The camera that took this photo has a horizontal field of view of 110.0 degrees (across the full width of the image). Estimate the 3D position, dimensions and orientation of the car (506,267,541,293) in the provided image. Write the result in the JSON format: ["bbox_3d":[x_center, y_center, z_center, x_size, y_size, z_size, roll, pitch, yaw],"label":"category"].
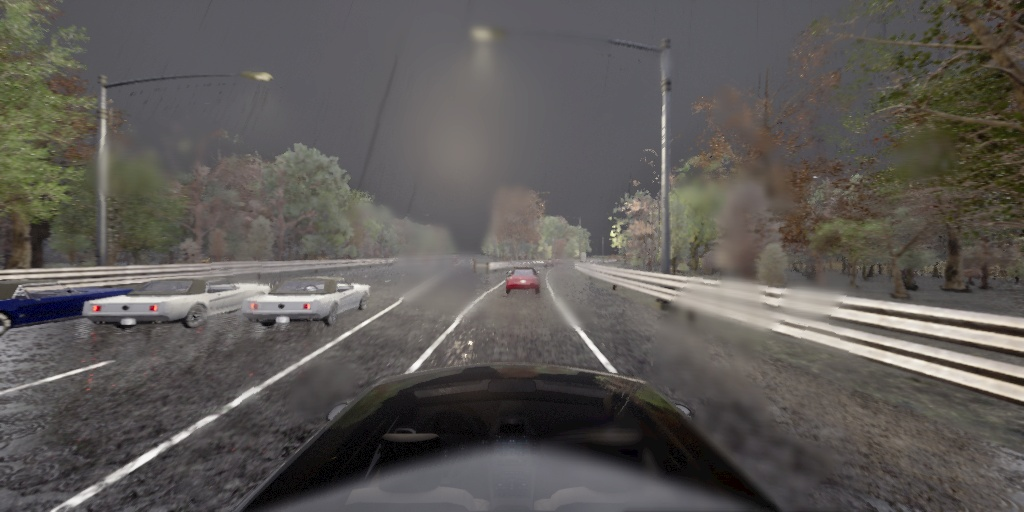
[{"bbox_3d":[0.716,1.355,21.155,1.994,1.385,4.181,0,-1,3],"label":"car"}]

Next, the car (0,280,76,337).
[{"bbox_3d":[-12.878,1.276,9.447,1.895,1.301,4.718,0,0,-6],"label":"car"}]

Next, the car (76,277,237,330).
[{"bbox_3d":[-9.508,1.294,10.892,1.895,1.301,4.718,0,0,-6],"label":"car"}]

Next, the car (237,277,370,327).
[{"bbox_3d":[-6.031,1.314,11.292,1.895,1.301,4.718,0,0,-6],"label":"car"}]
